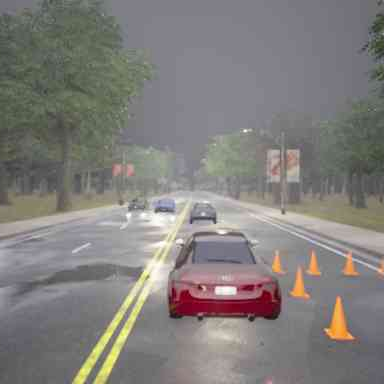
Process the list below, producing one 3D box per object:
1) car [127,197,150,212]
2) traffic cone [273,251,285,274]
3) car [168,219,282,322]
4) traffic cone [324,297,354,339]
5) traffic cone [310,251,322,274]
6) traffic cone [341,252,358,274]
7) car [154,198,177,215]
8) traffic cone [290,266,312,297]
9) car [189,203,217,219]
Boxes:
[{"bbox_3d":[-5.760,1.353,36.260,1.837,1.490,4.892,0,0,1],"label":"car"},{"bbox_3d":[2.368,1.938,9.242,0.340,0.580,0.340,0,0,1],"label":"traffic cone"},{"bbox_3d":[0.570,1.544,7.336,1.994,1.385,4.181,0,0,1],"label":"car"},{"bbox_3d":[2.310,1.950,5.242,0.340,0.580,0.340,0,0,1],"label":"traffic cone"},{"bbox_3d":[3.368,1.943,9.227,0.340,0.580,0.340,0,0,1],"label":"traffic cone"},{"bbox_3d":[4.367,1.949,9.213,0.340,0.580,0.340,0,0,1],"label":"traffic cone"},{"bbox_3d":[-2.554,1.355,32.718,1.882,1.535,5.008,0,0,1],"label":"car"},{"bbox_3d":[2.339,1.944,7.242,0.340,0.580,0.340,0,0,1],"label":"traffic cone"},{"bbox_3d":[0.800,1.488,24.854,1.994,1.385,4.181,0,0,1],"label":"car"}]
